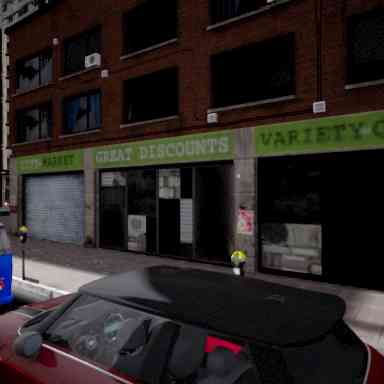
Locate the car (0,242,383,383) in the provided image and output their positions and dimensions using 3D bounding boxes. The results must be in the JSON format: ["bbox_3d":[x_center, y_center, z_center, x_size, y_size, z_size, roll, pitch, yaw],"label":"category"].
[{"bbox_3d":[-0.448,1.441,3.046,4.097,1.590,1.967,0,0,36],"label":"car"}]

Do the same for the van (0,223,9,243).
[{"bbox_3d":[-5.079,1.346,6.353,3.998,1.788,1.690,0,0,36],"label":"van"}]
